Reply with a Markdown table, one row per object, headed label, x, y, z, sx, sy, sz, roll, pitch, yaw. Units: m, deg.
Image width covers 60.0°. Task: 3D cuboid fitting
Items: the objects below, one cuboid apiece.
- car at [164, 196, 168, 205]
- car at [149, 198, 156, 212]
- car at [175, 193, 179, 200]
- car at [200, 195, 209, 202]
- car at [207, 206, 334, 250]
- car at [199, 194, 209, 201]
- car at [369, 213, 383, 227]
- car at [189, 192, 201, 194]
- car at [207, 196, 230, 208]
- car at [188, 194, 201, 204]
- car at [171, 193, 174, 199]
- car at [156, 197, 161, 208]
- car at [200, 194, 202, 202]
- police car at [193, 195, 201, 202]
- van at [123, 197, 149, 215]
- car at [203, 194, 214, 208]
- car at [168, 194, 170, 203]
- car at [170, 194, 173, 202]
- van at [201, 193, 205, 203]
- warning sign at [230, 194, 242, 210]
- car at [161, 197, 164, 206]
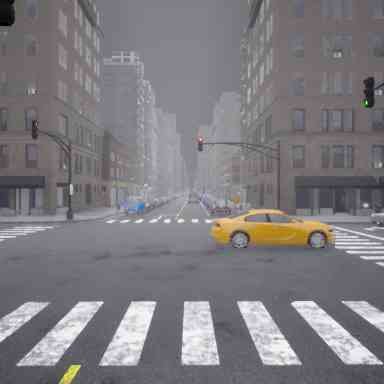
| label | x | y | z | sx | sy | sz | roll | pitch | yaw |
| --- | --- | --- | --- | --- | --- | --- | --- | --- | --- |
| car | -5.621 | 1.581 | 56.048 | 1.947 | 1.339 | 4.313 | 0 | 0 | 0 |
| car | -5.694 | 1.452 | 39.044 | 1.967 | 1.590 | 4.097 | 0 | 0 | 0 |
| car | -5.474 | 1.327 | 90.058 | 2.192 | 1.841 | 5.009 | 0 | 0 | 0 |
| car | 3.003 | 1.455 | 78.695 | 1.967 | 1.590 | 4.097 | 0 | 0 | 0 |
| car | 3.292 | 1.487 | 13.918 | 5.008 | 1.535 | 1.882 | 0 | 0 | 0 |
| car | 3.027 | 1.328 | 84.363 | 2.192 | 1.841 | 5.009 | 0 | 0 | 0 |
| car | 13.752 | 1.620 | 20.675 | 4.718 | 1.301 | 1.895 | 0 | 0 | 0 |
| car | 0.311 | 1.055 | 72.945 | 2.150 | 2.045 | 5.566 | 0 | 0 | 0 |
| car | 2.807 | 1.450 | 33.341 | 1.967 | 1.590 | 4.097 | 0 | 0 | 0 |
| car | 0.268 | 1.580 | 62.912 | 1.994 | 1.385 | 4.181 | 0 | 0 | 0 |
| car | -5.547 | 1.560 | 73.052 | 1.887 | 1.381 | 4.507 | 0 | 0 | 0 |
| car | -5.669 | 1.579 | 44.712 | 1.947 | 1.339 | 4.313 | 0 | 0 | 0 |
| car | 2.930 | 1.541 | 61.856 | 1.752 | 1.417 | 4.829 | 0 | 0 | 0 |
| police car | 1.135 | 1.439 | 79.438 | 1.930 | 1.638 | 5.238 | 0 | 0 | -1 |
| van | -5.719 | 1.351 | 33.375 | 1.690 | 1.788 | 3.998 | 0 | 0 | 0 |
| car | 2.856 | 1.453 | 44.679 | 1.967 | 1.590 | 4.097 | 0 | 0 | 0 |
| car | -5.597 | 1.541 | 61.546 | 1.752 | 1.417 | 4.829 | 0 | 0 | 0 |
| car | -5.572 | 1.582 | 67.385 | 1.947 | 1.339 | 4.313 | 0 | 0 | 0 |
| van | 2.905 | 1.357 | 56.017 | 1.690 | 1.788 | 3.998 | 0 | 0 | 0 |
| warning sign | 5.234 | 1.127 | 39.325 | 1.300 | 1.860 | 1.060 | 0 | 0 | 0 |
| car | -5.645 | 1.596 | 50.380 | 1.802 | 1.307 | 4.206 | 0 | 0 | 0 |
